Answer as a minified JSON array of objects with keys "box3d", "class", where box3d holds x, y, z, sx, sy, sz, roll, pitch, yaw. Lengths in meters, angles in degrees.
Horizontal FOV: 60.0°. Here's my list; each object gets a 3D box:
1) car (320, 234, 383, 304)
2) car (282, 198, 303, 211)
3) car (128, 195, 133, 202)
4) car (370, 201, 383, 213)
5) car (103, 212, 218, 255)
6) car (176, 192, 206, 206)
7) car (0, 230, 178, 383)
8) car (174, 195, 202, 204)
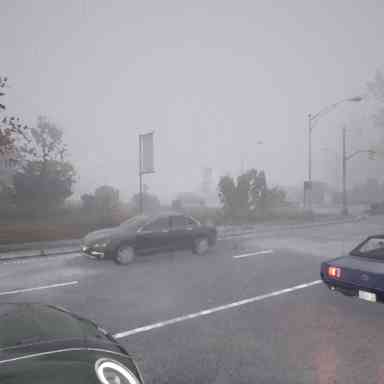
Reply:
[{"box3d":[4.969,1.573,7.276,4.718,1.301,1.895,0,0,-35],"class":"car"},{"box3d":[10.219,1.278,37.704,2.128,1.511,4.902,-1,0,-39],"class":"car"},{"box3d":[-10.437,1.362,63.704,1.837,1.490,4.892,-1,0,-38],"class":"car"},{"box3d":[19.658,1.352,31.509,1.895,1.301,4.718,-1,0,-39],"class":"car"},{"box3d":[-1.322,1.491,11.621,4.892,1.490,1.837,0,0,-35],"class":"car"},{"box3d":[-0.264,1.018,50.814,2.150,2.045,5.566,-1,0,-39],"class":"car"},{"box3d":[-2.502,1.352,1.938,4.553,1.767,2.097,0,0,-36],"class":"car"},{"box3d":[-0.725,1.259,57.018,2.128,1.511,4.902,-1,0,-38],"class":"car"}]
